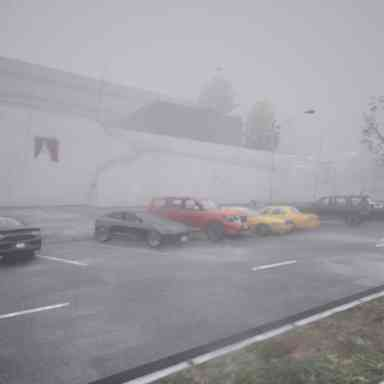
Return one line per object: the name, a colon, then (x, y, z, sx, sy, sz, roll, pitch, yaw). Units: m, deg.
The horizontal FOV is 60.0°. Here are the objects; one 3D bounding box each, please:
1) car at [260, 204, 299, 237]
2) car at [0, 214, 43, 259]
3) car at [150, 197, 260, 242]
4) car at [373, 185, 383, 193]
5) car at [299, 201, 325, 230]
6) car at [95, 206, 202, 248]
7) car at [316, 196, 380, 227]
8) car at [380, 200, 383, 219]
car: (2.742, 1.505, 18.280, 5.366, 1.575, 1.946, -1, -1, 35)
car: (-7.187, 1.492, 11.411, 5.008, 1.535, 2.097, -1, -1, 35)
car: (0.168, 1.252, 16.634, 5.566, 2.045, 2.435, -1, -1, 34)
car: (47.374, -0.461, 82.768, 2.231, 1.521, 4.892, 7, 3, 35)
car: (4.874, 1.519, 20.226, 5.366, 1.575, 1.946, -1, -1, 35)
car: (-2.276, 1.527, 14.887, 4.792, 1.488, 2.163, -1, -1, 34)
car: (9.888, 1.294, 23.620, 5.566, 2.045, 2.435, -1, -1, 35)
car: (14.828, 1.455, 27.070, 4.553, 1.767, 2.185, -1, -1, 35)
